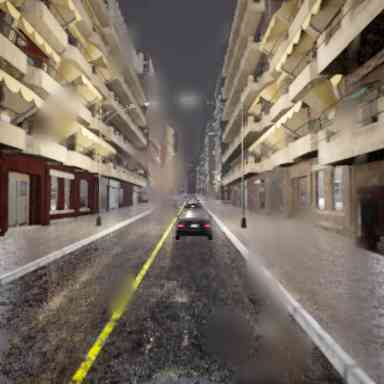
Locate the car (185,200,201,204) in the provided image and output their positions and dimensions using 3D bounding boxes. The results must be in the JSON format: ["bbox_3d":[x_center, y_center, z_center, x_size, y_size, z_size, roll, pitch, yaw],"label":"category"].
[{"bbox_3d":[0.099,1.569,38.974,1.994,1.385,4.181,0,0,0],"label":"car"}]

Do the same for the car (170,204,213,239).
[{"bbox_3d":[0.100,1.554,17.331,2.033,1.411,5.357,0,0,0],"label":"car"}]

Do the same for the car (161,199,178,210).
[{"bbox_3d":[-2.835,1.567,42.439,1.994,1.385,4.181,0,0,0],"label":"car"}]
